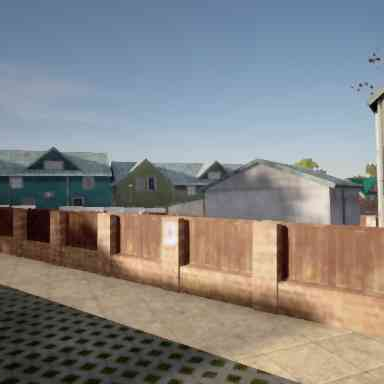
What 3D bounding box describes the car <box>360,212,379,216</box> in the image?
[{"bbox_3d":[21.071,3.382,40.187,5.566,2.045,2.150,2,-2,-22],"label":"car"}]
